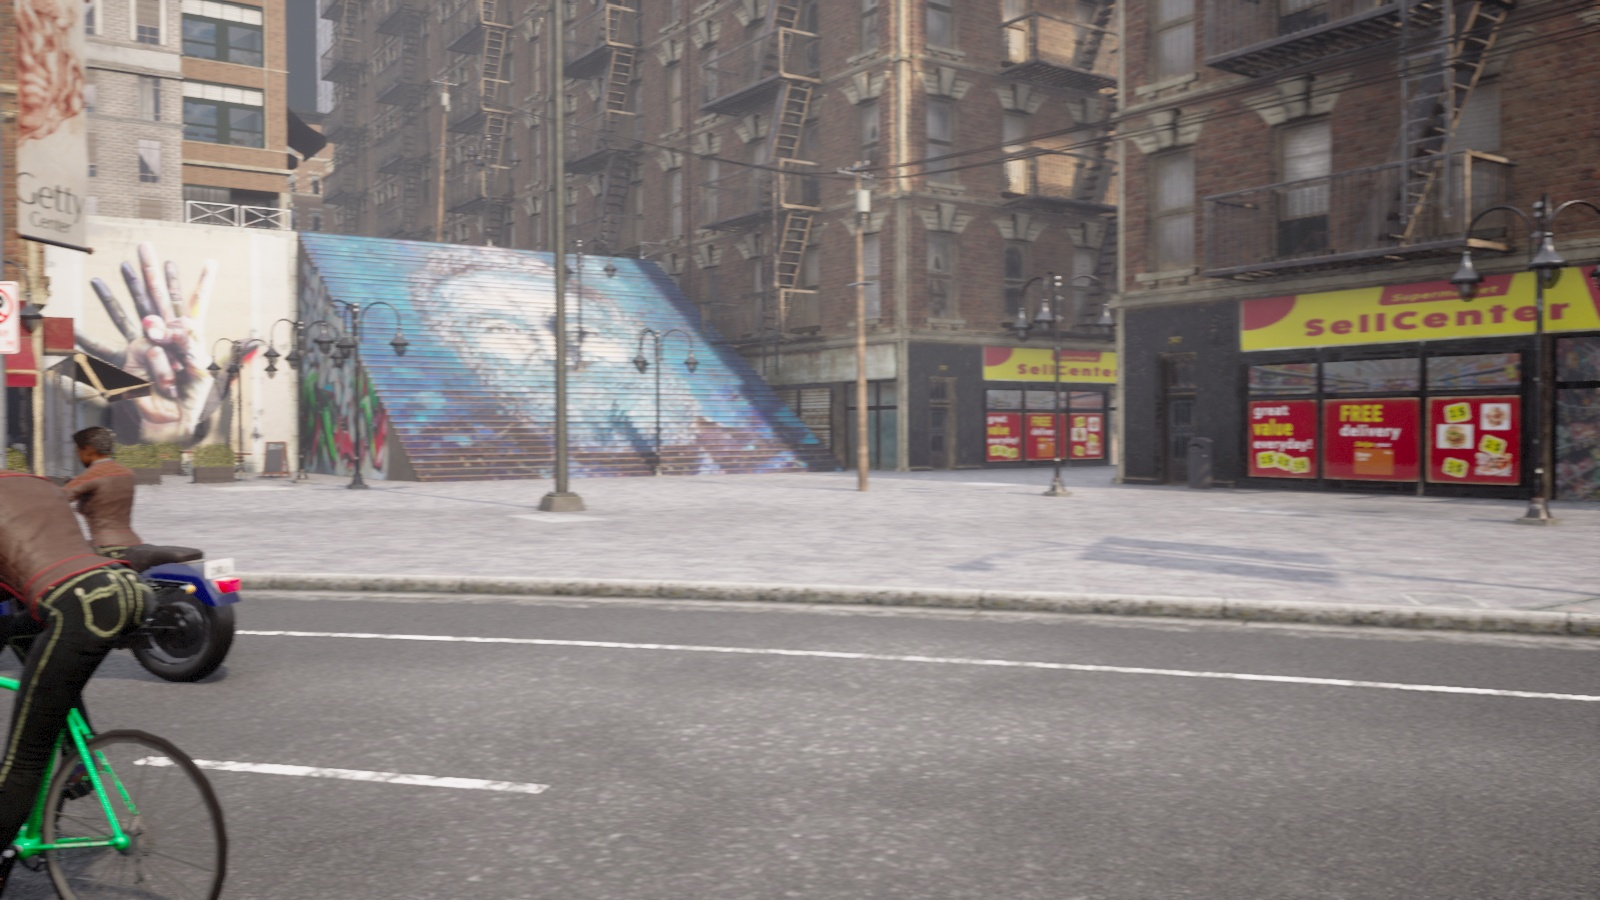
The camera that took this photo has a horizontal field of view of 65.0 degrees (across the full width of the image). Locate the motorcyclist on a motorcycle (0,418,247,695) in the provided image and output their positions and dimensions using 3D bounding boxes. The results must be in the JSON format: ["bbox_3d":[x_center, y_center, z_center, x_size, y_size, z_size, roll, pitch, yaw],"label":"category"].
[{"bbox_3d":[-4.849,0.622,8.045,2.350,1.649,0.766,0,1,11],"label":"motorcyclist on a motorcycle"}]

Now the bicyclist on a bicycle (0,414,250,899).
[{"bbox_3d":[-2.646,0.702,3.951,1.656,1.620,0.582,0,1,15],"label":"bicyclist on a bicycle"}]
